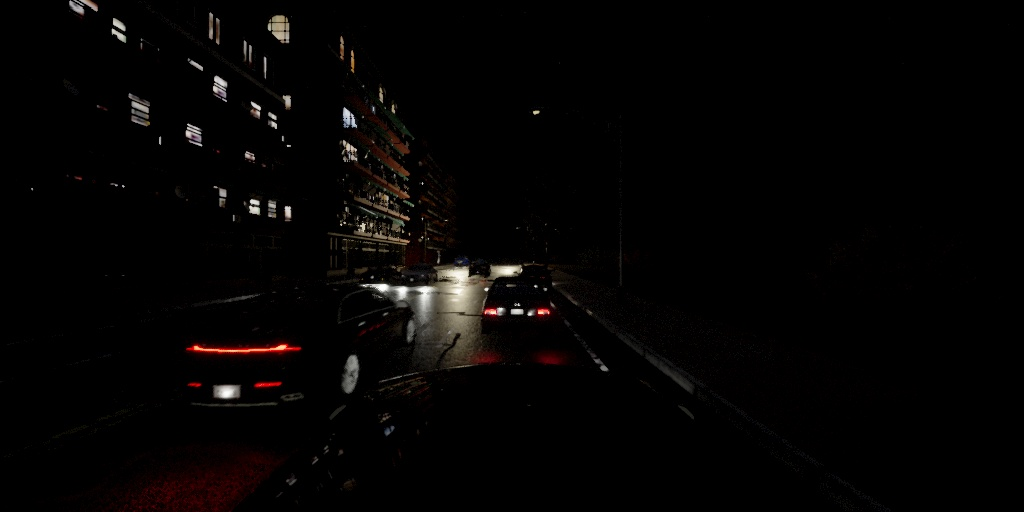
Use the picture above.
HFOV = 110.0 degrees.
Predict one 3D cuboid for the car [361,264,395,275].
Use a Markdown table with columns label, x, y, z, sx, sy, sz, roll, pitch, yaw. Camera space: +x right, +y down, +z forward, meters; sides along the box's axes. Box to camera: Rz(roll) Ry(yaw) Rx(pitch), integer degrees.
| label | x | y | z | sx | sy | sz | roll | pitch | yaw |
| --- | --- | --- | --- | --- | --- | --- | --- | --- | --- |
| car | -9.803 | 1.316 | 27.134 | 1.994 | 1.385 | 4.181 | 0 | 0 | 0 |

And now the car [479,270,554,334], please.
| label | x | y | z | sx | sy | sz | roll | pitch | yaw |
| --- | --- | --- | --- | --- | --- | --- | --- | --- | --- |
| car | 0.117 | 1.299 | 10.568 | 2.033 | 1.411 | 5.357 | 0 | 0 | 0 |

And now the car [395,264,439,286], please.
| label | x | y | z | sx | sy | sz | roll | pitch | yaw |
| --- | --- | --- | --- | --- | --- | --- | --- | --- | --- |
| car | -6.555 | 1.278 | 25.782 | 1.812 | 1.442 | 4.674 | 0 | 0 | 0 |

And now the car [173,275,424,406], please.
| label | x | y | z | sx | sy | sz | roll | pitch | yaw |
| --- | --- | --- | --- | --- | --- | --- | --- | --- | --- |
| car | -3.143 | 1.255 | 6.379 | 1.837 | 1.490 | 4.892 | 0 | 0 | 0 |

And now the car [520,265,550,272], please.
| label | x | y | z | sx | sy | sz | roll | pitch | yaw |
| --- | --- | --- | --- | --- | --- | --- | --- | --- | --- |
| car | 1.171 | 1.257 | 20.257 | 1.837 | 1.490 | 4.892 | 0 | 0 | 0 |

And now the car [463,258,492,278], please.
| label | x | y | z | sx | sy | sz | roll | pitch | yaw |
| --- | --- | --- | --- | --- | --- | --- | --- | --- | --- |
| car | -3.088 | 1.243 | 34.660 | 2.128 | 1.511 | 4.902 | 0 | 0 | 0 |
